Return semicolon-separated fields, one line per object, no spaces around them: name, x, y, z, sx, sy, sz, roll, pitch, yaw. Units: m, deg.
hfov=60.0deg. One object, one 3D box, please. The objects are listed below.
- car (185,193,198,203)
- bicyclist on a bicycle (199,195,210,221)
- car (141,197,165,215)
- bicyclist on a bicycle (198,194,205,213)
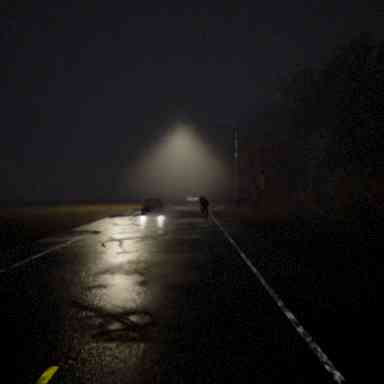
car;0.095;1.221;56.513;1.895;1.301;4.718;0;0;0
bicyclist on a bicycle;0.961;1.210;23.891;0.659;1.776;1.843;0;1;0
car;-3.600;1.266;31.449;1.882;1.535;5.008;0;0;0
bicyclist on a bicycle;0.960;1.149;32.891;0.659;1.776;1.843;0;1;0
